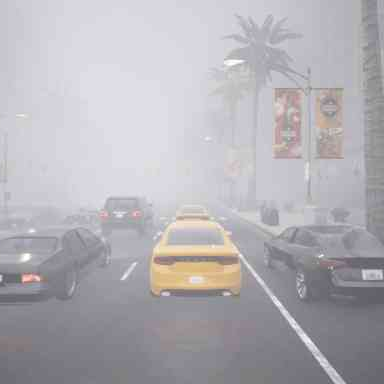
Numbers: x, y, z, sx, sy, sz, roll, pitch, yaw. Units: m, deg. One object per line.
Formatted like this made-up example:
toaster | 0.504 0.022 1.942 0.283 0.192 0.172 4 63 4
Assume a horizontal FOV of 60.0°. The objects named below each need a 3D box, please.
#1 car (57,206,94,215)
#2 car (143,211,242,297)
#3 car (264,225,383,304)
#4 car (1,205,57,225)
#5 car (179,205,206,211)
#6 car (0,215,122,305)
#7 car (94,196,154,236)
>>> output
car | -7.083 1.608 22.468 1.895 1.301 4.718 0 0 0
car | 0.070 1.478 8.637 1.882 1.535 5.008 0 0 0
car | 3.164 1.513 8.227 2.161 1.482 4.786 0 0 -1
car | -10.583 1.615 22.484 2.033 1.411 5.357 0 0 0
car | 0.031 1.478 18.836 1.882 1.535 5.008 0 0 0
car | -3.424 1.547 8.294 2.033 1.411 5.357 0 0 0
car | -3.467 1.222 18.565 2.150 2.045 5.566 0 0 0
